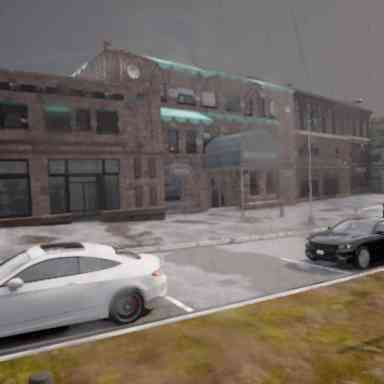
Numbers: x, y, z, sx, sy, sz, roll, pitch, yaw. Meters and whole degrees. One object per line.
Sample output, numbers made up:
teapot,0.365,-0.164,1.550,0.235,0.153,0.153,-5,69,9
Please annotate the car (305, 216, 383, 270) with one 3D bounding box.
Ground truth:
car,6.184,1.647,11.899,5.008,1.535,2.097,0,-1,-32

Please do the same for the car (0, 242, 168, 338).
car,-2.733,1.748,6.289,4.674,1.452,2.002,0,1,-30
